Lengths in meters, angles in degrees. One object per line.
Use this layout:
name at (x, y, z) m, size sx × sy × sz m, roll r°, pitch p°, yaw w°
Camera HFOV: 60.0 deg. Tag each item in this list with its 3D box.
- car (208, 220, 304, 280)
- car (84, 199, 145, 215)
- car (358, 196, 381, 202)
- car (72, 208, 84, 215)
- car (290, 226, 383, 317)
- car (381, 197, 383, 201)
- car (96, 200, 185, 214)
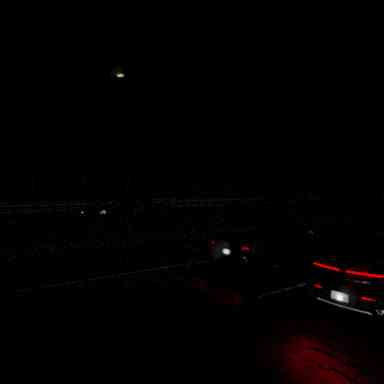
car at (2.524, 1.515, 9.844) m, size 4.181 × 1.385 × 1.994 m, roll 0°, pitch 0°, yaw -35°
car at (-4.446, 1.294, 22.314) m, size 4.553 × 1.767 × 2.097 m, roll 0°, pitch 0°, yaw -35°
car at (26.363, 1.230, 48.543) m, size 5.357 × 1.411 × 2.033 m, roll 0°, pitch 0°, yaw -35°
car at (-6.476, 1.434, 25.166) m, size 4.902 × 1.511 × 2.128 m, roll 0°, pitch 0°, yaw -35°
car at (4.402, 1.457, 6.884) m, size 4.892 × 1.490 × 1.837 m, roll 0°, pitch 0°, yaw -35°
car at (28.537, 1.282, 45.800) m, size 4.718 × 1.301 × 1.895 m, roll 0°, pitch 0°, yaw -35°
car at (-2.621, 1.421, 19.317) m, size 5.008 × 1.535 × 1.882 m, roll 0°, pitch 0°, yaw -35°
